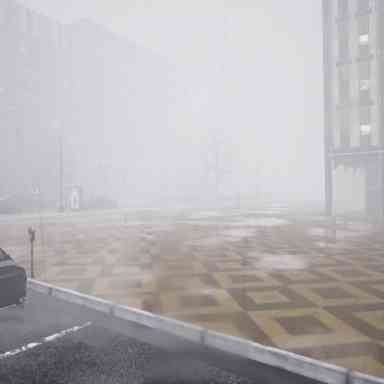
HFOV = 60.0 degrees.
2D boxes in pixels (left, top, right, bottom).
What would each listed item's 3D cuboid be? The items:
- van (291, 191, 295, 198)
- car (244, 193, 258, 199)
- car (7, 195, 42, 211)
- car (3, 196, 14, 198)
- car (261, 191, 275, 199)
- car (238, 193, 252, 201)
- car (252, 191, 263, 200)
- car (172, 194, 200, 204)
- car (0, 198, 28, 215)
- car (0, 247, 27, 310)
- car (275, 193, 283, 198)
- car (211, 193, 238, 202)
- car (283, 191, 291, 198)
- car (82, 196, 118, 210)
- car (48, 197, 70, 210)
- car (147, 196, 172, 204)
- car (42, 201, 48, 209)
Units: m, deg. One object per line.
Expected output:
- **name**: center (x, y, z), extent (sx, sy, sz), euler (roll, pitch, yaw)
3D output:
- **van**: center (25.388, 0.654, 86.553), extent (1.690, 1.788, 3.998), euler (-1, 0, 36)
- **car**: center (15.362, 1.039, 86.992), extent (1.947, 1.339, 4.313), euler (-1, 0, 36)
- **car**: center (-20.302, 1.228, 37.746), extent (2.192, 1.841, 5.009), euler (-1, 0, 36)
- **car**: center (-20.718, 1.412, 32.769), extent (1.837, 1.490, 4.892), euler (-1, 0, 36)
- **car**: center (15.661, 0.740, 73.122), extent (2.192, 1.841, 5.009), euler (-1, 0, 36)
- **car**: center (9.180, 1.047, 64.169), extent (1.887, 1.381, 4.507), euler (-1, 0, 36)
- **car**: center (12.422, 1.046, 68.645), extent (1.802, 1.307, 4.206), euler (-1, 0, 36)
- **car**: center (-0.547, 1.062, 50.738), extent (1.967, 1.590, 4.097), euler (-1, 0, 36)
- **car**: center (-16.755, 1.413, 28.353), extent (1.802, 1.307, 4.206), euler (-1, 0, 36)
- **car**: center (-4.994, 1.553, 6.609), extent (4.403, 1.369, 2.008), euler (0, -1, 36)
- **car**: center (18.906, 0.937, 77.599), extent (2.008, 1.369, 4.403), euler (-1, 0, 36)
- **car**: center (5.938, 1.093, 59.692), extent (2.008, 1.369, 4.403), euler (-1, 0, 36)
- **car**: center (22.148, 0.931, 82.076), extent (1.802, 1.307, 4.206), euler (-1, 0, 36)
- **car**: center (-10.273, 1.186, 37.307), extent (1.967, 1.590, 4.097), euler (-1, 0, 36)
- **car**: center (-14.735, 1.355, 41.052), extent (1.812, 1.442, 4.674), euler (-1, 0, 36)
- **car**: center (-5.073, 1.306, 54.315), extent (1.895, 1.301, 4.718), euler (-1, 0, 36)
- **car**: center (-17.058, 1.415, 42.224), extent (1.887, 1.381, 4.507), euler (-1, 0, 36)
